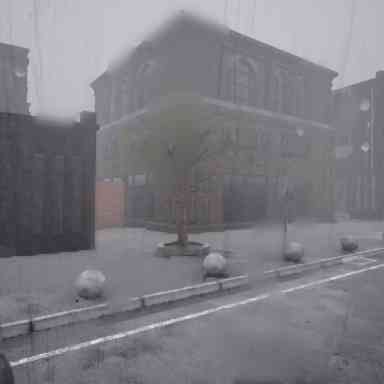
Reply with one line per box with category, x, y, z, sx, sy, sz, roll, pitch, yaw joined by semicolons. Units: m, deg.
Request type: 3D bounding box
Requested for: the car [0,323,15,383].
car;-3.550;1.504;1.450;4.892;1.490;1.837;0;0;-36
